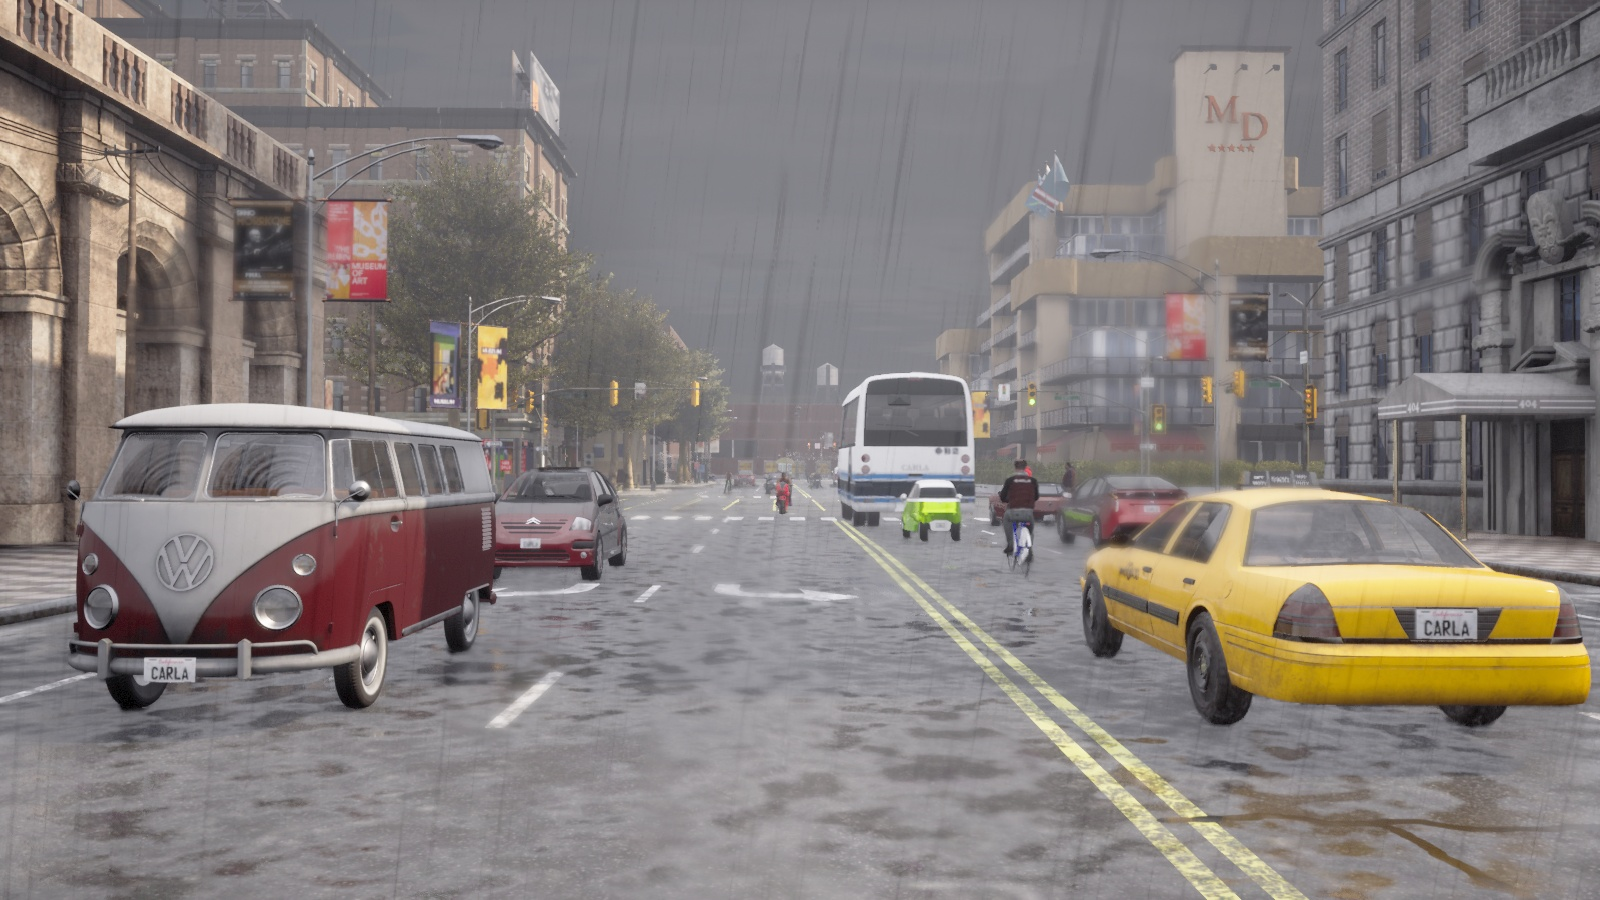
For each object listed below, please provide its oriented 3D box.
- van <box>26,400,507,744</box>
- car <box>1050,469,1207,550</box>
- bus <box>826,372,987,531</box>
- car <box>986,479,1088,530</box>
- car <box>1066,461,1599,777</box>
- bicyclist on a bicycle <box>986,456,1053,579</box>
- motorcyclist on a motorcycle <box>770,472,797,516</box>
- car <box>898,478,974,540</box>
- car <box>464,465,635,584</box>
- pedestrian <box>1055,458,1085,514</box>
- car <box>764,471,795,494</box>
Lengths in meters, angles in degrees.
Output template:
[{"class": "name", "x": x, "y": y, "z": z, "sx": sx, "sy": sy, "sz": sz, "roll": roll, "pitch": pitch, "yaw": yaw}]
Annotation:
[{"class": "van", "x": -3.607, "y": 0.741, "z": 9.502, "sx": 1.775, "sy": 1.987, "sz": 4.442, "roll": 0, "pitch": -1, "yaw": -1}, {"class": "car", "x": 6.719, "y": 1.173, "z": 26.222, "sx": 2.007, "sy": 1.525, "sz": 4.514, "roll": 0, "pitch": -1, "yaw": -1}, {"class": "bus", "x": 2.971, "y": 0.078, "z": 38.920, "sx": 3.944, "sy": 4.253, "sz": 10.273, "roll": 0, "pitch": 0, "yaw": -1}, {"class": "car", "x": 6.547, "y": 1.479, "z": 35.242, "sx": 1.895, "sy": 1.301, "sz": 4.718, "roll": 0, "pitch": -1, "yaw": -1}, {"class": "car", "x": 3.397, "y": 0.891, "z": 8.991, "sx": 1.801, "sy": 1.575, "sz": 5.366, "roll": 0, "pitch": -1, "yaw": 0}, {"class": "bicyclist on a bicycle", "x": 3.314, "y": 0.992, "z": 19.096, "sx": 0.659, "sy": 1.776, "sz": 1.843, "roll": 0, "pitch": -1, "yaw": -1}, {"class": "motorcyclist on a motorcycle", "x": -0.587, "y": 1.550, "z": 44.829, "sx": 0.797, "sy": 1.523, "sz": 2.044, "roll": 0, "pitch": -1, "yaw": 3}, {"class": "car", "x": 3.156, "y": 1.350, "z": 29.460, "sx": 1.481, "sy": 1.376, "sz": 2.207, "roll": 0, "pitch": -1, "yaw": -1}, {"class": "car", "x": -3.690, "y": 1.049, "z": 19.162, "sx": 1.851, "sy": 1.617, "sz": 3.988, "roll": 0, "pitch": -1, "yaw": -1}, {"class": "pedestrian", "x": 8.928, "y": 1.178, "z": 41.527, "sx": 0.899, "sy": 1.844, "sz": 0.634, "roll": -1, "pitch": -1, "yaw": 16}, {"class": "car", "x": -1.442, "y": 2.247, "z": 87.812, "sx": 2.128, "sy": 1.511, "sz": 4.902, "roll": 0, "pitch": -1, "yaw": -1}]
